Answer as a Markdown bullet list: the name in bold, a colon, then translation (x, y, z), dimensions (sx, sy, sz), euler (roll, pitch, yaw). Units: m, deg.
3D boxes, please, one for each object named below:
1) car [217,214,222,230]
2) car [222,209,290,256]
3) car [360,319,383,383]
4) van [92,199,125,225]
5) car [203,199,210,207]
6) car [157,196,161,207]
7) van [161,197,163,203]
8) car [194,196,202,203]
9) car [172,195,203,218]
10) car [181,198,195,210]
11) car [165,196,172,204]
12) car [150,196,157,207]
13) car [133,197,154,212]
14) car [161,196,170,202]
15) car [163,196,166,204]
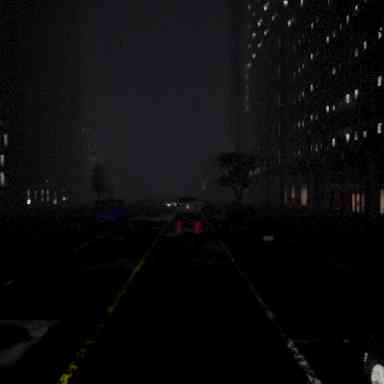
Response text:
- **car**: translation (2.445, 1.596, 18.767), dimensions (1.947, 1.339, 4.313), euler (-1, 0, -1)
- **car**: translation (2.521, 1.584, 13.142), dimensions (1.947, 1.339, 4.313), euler (-1, 0, -1)
- **car**: translation (2.674, 1.547, 1.892), dimensions (2.008, 1.369, 4.403), euler (-1, 0, -1)
- **van**: translation (-6.015, 1.409, 24.278), dimensions (1.690, 1.788, 3.998), euler (-1, 0, -1)
- **car**: translation (1.986, 1.704, 52.514), dimensions (1.802, 1.307, 4.206), euler (-1, 0, -1)
- **car**: translation (-6.394, 1.692, 52.400), dimensions (1.887, 1.381, 4.507), euler (-1, 0, -1)
- **van**: translation (-6.475, 1.507, 58.024), dimensions (1.690, 1.788, 3.998), euler (-1, 0, -1)
- **car**: translation (1.307, 1.737, 78.383), dimensions (1.812, 1.442, 4.674), euler (0, 0, -1)
- **car**: translation (-0.347, 1.289, 30.590), dimensions (2.150, 2.045, 5.566), euler (0, 0, 0)
- **car**: translation (-0.550, 1.588, 46.144), dimensions (1.882, 1.535, 5.008), euler (0, 0, 0)
- **car**: translation (-3.915, 1.671, 68.806), dimensions (1.882, 1.535, 5.008), euler (0, 0, -1)
- **car**: translation (-6.316, 1.655, 46.606), dimensions (1.752, 1.417, 4.829), euler (-1, 0, -1)
- **car**: translation (-6.241, 1.664, 41.151), dimensions (2.008, 1.369, 4.403), euler (-1, 0, -1)
- **car**: translation (-6.853, 1.817, 86.147), dimensions (2.008, 1.369, 4.403), euler (-1, 0, -1)
- **car**: translation (-6.623, 1.749, 69.273), dimensions (1.887, 1.381, 4.507), euler (-1, 0, -1)
